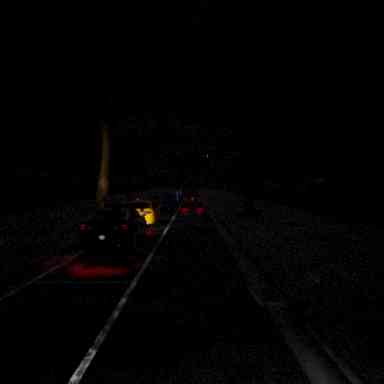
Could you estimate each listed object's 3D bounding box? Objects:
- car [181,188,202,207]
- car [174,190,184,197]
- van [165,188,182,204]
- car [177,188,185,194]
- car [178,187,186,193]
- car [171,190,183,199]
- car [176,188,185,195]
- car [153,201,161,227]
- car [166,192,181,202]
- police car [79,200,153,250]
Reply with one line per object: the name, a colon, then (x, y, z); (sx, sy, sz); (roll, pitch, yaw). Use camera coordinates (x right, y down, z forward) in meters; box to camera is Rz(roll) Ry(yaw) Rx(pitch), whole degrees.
car: (0.063, 0.752, 39.646); (2.097, 1.767, 4.553); (0, 2, 0)
car: (-2.647, 0.248, 66.149); (1.802, 1.307, 4.206); (1, 2, 0)
van: (-2.645, 0.639, 43.976); (1.690, 1.788, 3.998); (0, 1, 0)
car: (-2.655, -0.261, 82.759); (1.802, 1.307, 4.206); (1, 2, 0)
car: (-2.655, -0.562, 88.292); (1.967, 1.590, 4.097); (1, 2, 0)
car: (-2.647, 0.407, 60.611); (1.947, 1.339, 4.313); (1, 2, 0)
car: (-2.651, -0.113, 77.221); (1.947, 1.339, 4.313); (1, 2, 0)
car: (-3.021, 1.222, 20.589); (1.882, 1.535, 5.008); (0, 1, 0)
car: (-2.647, 0.709, 49.525); (2.008, 1.369, 4.403); (1, 1, 0)
police car: (-3.013, 1.270, 13.699); (1.930, 1.638, 5.238); (0, 1, 0)
